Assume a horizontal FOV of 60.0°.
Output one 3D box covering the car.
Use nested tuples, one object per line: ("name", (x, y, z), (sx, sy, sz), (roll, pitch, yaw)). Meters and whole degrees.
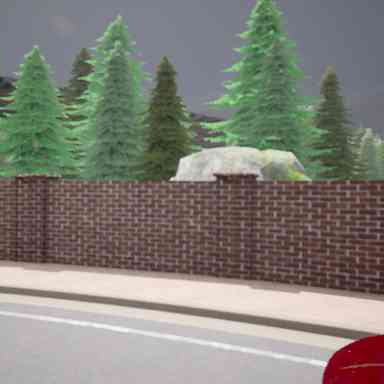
("car", (3.247, 1.495, 1.528), (5.008, 1.535, 1.882), (0, 0, 27))
